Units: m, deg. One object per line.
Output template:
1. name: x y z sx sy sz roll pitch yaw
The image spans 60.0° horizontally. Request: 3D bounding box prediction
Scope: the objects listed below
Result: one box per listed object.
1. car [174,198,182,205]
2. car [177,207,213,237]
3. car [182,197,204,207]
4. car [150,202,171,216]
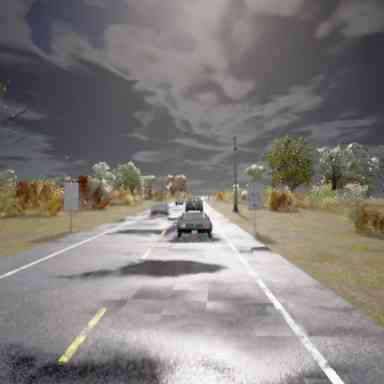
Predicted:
1. car: -2.917 2.252 75.348 1.837 1.490 4.892 0 -1 1
2. car: 0.143 1.794 19.346 1.895 1.301 4.718 0 -1 0
3. car: 0.278 1.628 40.899 2.150 2.045 5.566 0 -1 0
4. car: -3.442 1.871 36.853 1.837 1.490 4.892 0 -1 1
